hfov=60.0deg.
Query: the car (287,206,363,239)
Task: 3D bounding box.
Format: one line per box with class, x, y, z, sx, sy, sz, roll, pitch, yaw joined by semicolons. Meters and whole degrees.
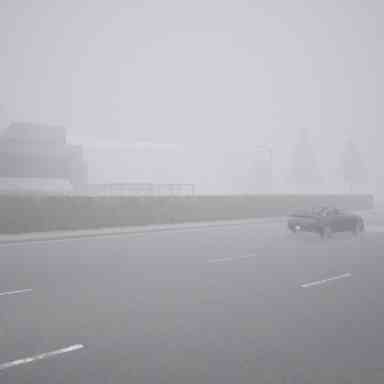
car;7.038;1.491;17.362;4.902;1.511;2.128;0;0;-35
